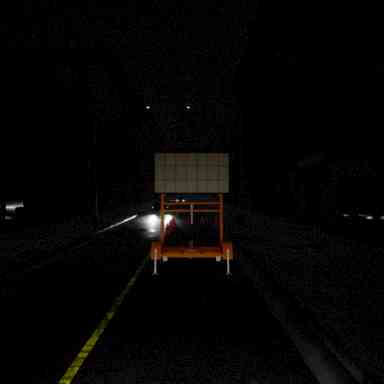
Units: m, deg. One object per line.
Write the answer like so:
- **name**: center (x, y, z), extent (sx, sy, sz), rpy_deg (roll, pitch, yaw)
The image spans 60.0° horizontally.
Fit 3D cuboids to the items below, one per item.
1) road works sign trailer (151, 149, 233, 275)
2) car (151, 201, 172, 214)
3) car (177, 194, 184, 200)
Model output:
- **road works sign trailer**: center (-0.005, 0.463, 10.473), extent (2.380, 3.560, 2.880), rpy_deg (0, 0, 0)
- **car**: center (-3.116, 1.585, 34.614), extent (1.895, 1.301, 4.718), rpy_deg (0, 0, 0)
- **car**: center (-3.043, 1.348, 89.638), extent (1.882, 1.535, 5.008), rpy_deg (0, 0, 0)
